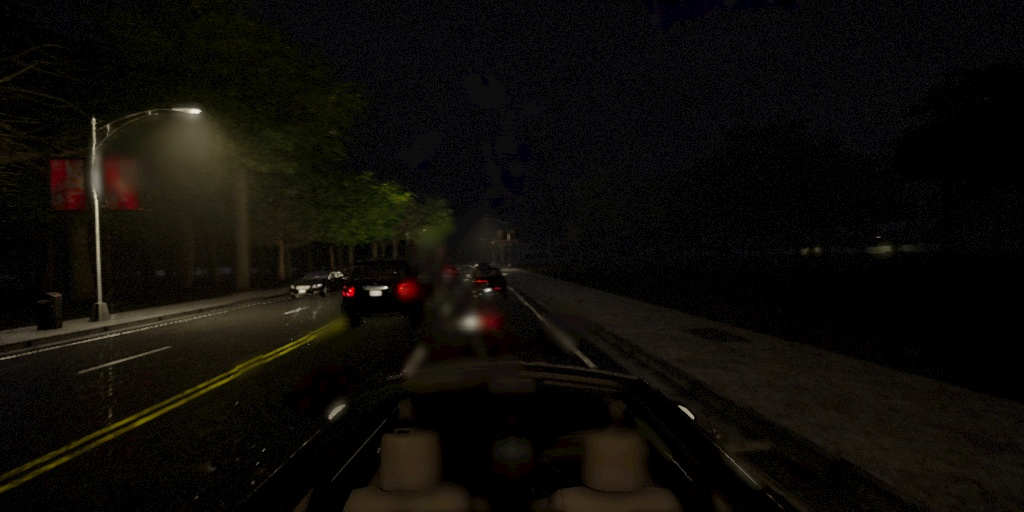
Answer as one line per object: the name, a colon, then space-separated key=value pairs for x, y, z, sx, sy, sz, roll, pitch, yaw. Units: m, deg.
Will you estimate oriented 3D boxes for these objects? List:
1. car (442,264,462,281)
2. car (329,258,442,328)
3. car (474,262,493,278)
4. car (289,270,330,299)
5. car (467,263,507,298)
car: x=-5.880 y=1.516 z=33.665 sx=1.837 sy=1.490 sz=4.892 roll=-2 pitch=0 yaw=-5
car: x=-3.942 y=1.116 z=12.406 sx=2.150 sy=2.045 sz=5.566 roll=-2 pitch=0 yaw=-5
car: x=-3.054 y=1.439 z=38.296 sx=1.837 sy=1.490 sz=4.892 roll=-2 pitch=0 yaw=-5
car: x=-11.510 y=1.650 z=21.724 sx=2.128 sy=1.511 sz=4.902 roll=-2 pitch=0 yaw=-5
car: x=-1.312 y=1.334 z=19.137 sx=1.837 sy=1.490 sz=4.892 roll=-2 pitch=0 yaw=-5
